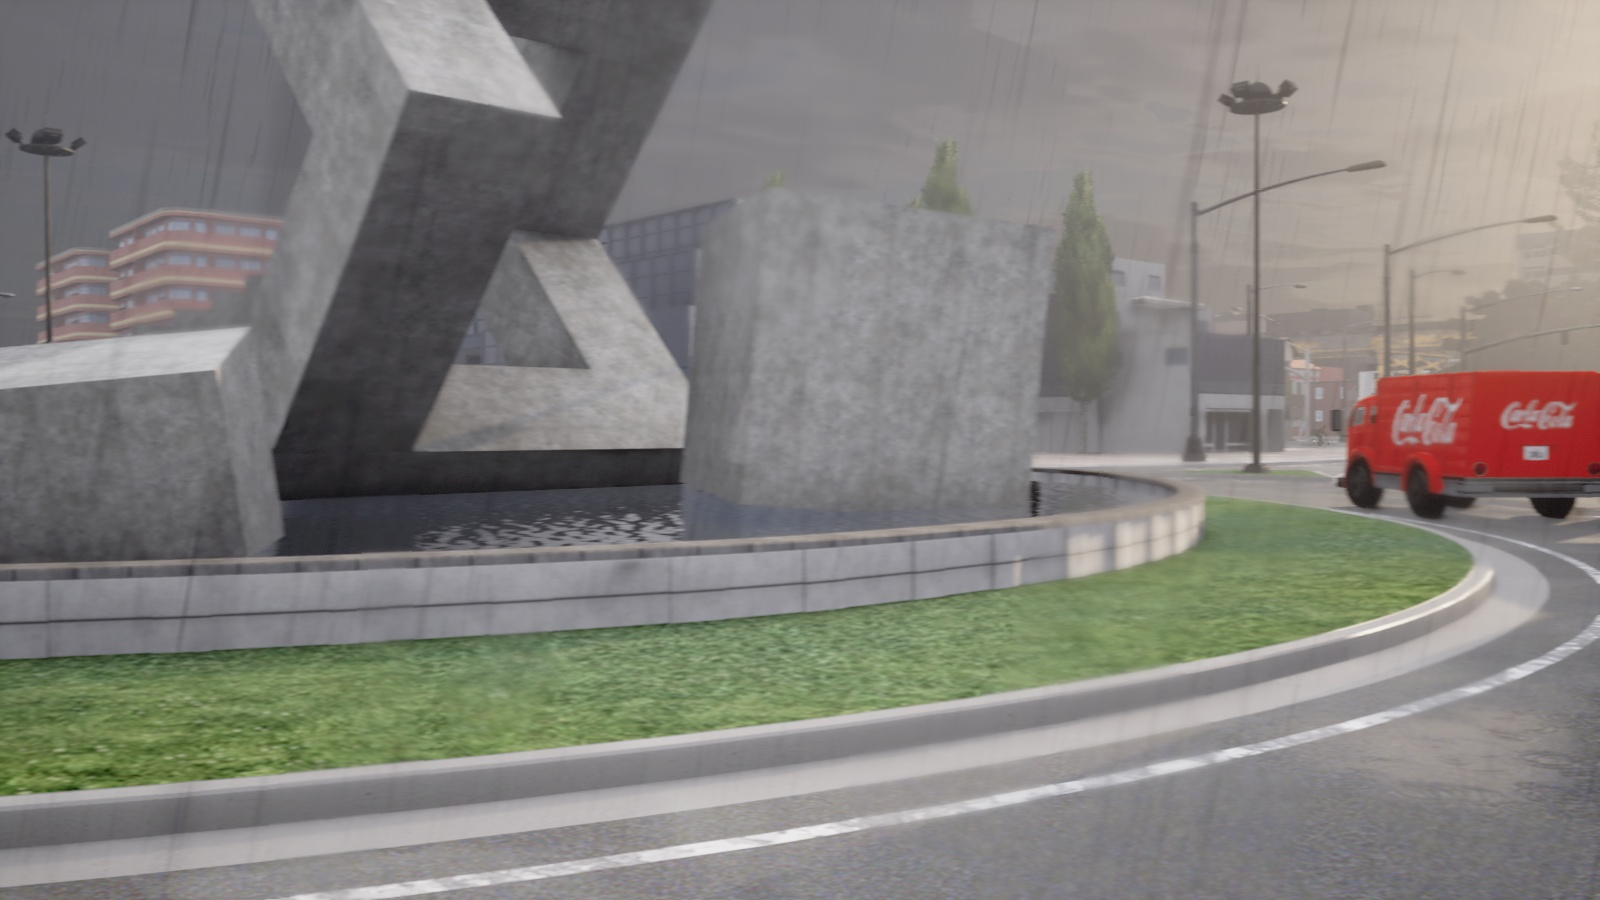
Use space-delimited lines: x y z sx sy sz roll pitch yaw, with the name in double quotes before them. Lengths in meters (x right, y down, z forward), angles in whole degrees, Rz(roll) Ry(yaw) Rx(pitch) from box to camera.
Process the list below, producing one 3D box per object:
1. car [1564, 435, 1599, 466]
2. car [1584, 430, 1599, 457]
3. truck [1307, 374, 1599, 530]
"car" 37.228 0.002 58.183 4.181 1.385 1.994 -1 1 -42
"car" 49.089 -0.332 73.290 1.801 1.575 5.366 -1 2 -43
"truck" 11.543 -0.015 22.603 2.627 2.467 5.204 0 1 -1
